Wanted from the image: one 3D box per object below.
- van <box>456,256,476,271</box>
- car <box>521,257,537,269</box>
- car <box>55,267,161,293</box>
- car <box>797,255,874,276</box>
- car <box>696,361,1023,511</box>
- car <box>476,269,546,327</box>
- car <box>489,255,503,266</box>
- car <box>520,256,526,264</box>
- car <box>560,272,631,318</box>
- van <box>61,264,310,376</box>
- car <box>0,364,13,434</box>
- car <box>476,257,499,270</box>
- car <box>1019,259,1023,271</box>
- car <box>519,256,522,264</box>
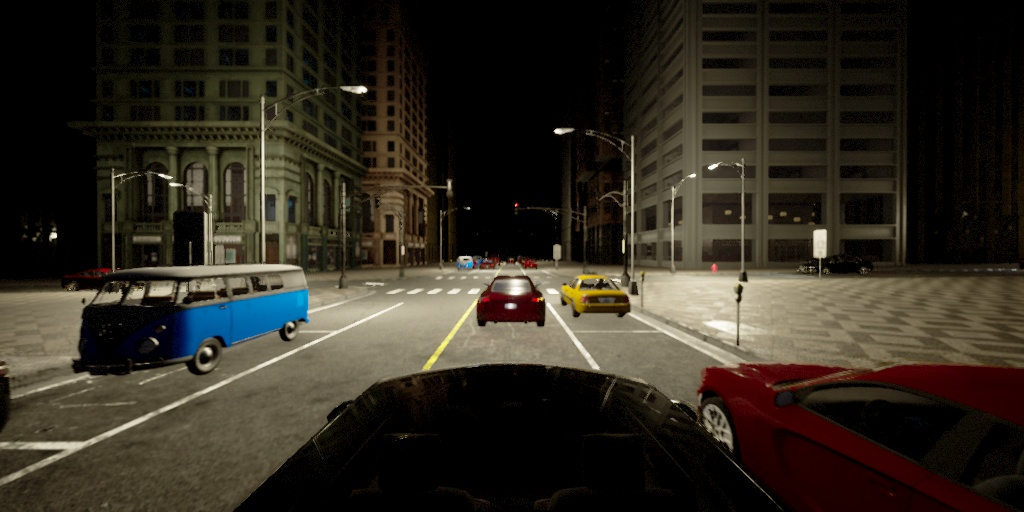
[{"bbox_3d":[-5.909,0.957,45.087,1.690,1.789,3.998,0,0,0],"label":"van"},{"bbox_3d":[2.629,1.146,50.621,1.888,1.381,4.507,0,0,0],"label":"car"},{"bbox_3d":[-27.184,1.605,24.244,5.008,1.535,1.882,-1,0,0],"label":"car"},{"bbox_3d":[24.620,0.721,27.408,4.892,1.490,1.837,-1,0,0],"label":"car"},{"bbox_3d":[2.766,1.294,1.948,1.888,1.381,4.507,0,0,0],"label":"car"},{"bbox_3d":[0.006,1.282,11.458,1.994,1.385,4.181,0,0,1],"label":"car"},{"bbox_3d":[-3.229,0.786,64.741,2.150,2.045,5.566,0,0,0],"label":"car"},{"bbox_3d":[2.611,1.132,56.146,1.888,1.381,4.507,0,0,0],"label":"car"},{"bbox_3d":[2.738,1.239,12.698,1.751,1.417,4.829,0,0,0],"label":"car"},{"bbox_3d":[-5.776,1.073,7.103,1.690,1.789,3.998,0,0,0],"label":"van"},{"bbox_3d":[-5.759,1.316,1.691,1.948,1.339,4.313,0,0,0],"label":"car"},{"bbox_3d":[-3.223,1.173,47.826,1.994,1.385,4.181,0,0,0],"label":"car"},{"bbox_3d":[37.665,0.503,24.203,5.008,1.535,1.882,-1,0,0],"label":"car"},{"bbox_3d":[2.592,1.119,61.671,1.888,1.381,4.507,0,0,0],"label":"car"}]
